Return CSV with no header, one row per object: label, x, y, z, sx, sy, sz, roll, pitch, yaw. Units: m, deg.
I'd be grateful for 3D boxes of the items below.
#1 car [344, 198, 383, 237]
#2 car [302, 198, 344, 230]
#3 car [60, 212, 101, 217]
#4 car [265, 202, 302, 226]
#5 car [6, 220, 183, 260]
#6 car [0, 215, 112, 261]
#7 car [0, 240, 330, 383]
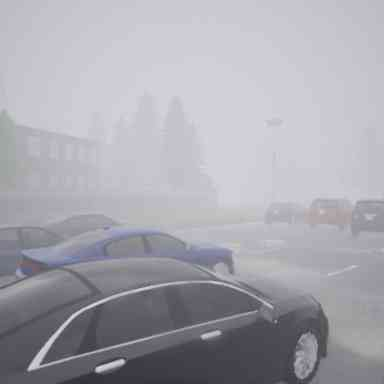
car,10.622,1.414,18.603,2.150,2.045,5.566,0,0,41
car,9.966,1.439,23.174,2.150,2.045,5.566,0,0,40
car,-4.220,1.592,14.059,4.674,1.442,1.812,1,0,-39
car,7.521,1.568,25.750,2.097,1.767,4.553,0,-1,41
car,-1.169,1.520,7.546,5.008,1.535,1.882,1,-1,-38
car,-4.701,1.578,9.140,5.357,1.411,2.033,1,0,-37
car,-0.383,1.528,3.733,4.892,1.490,1.837,0,0,-37
